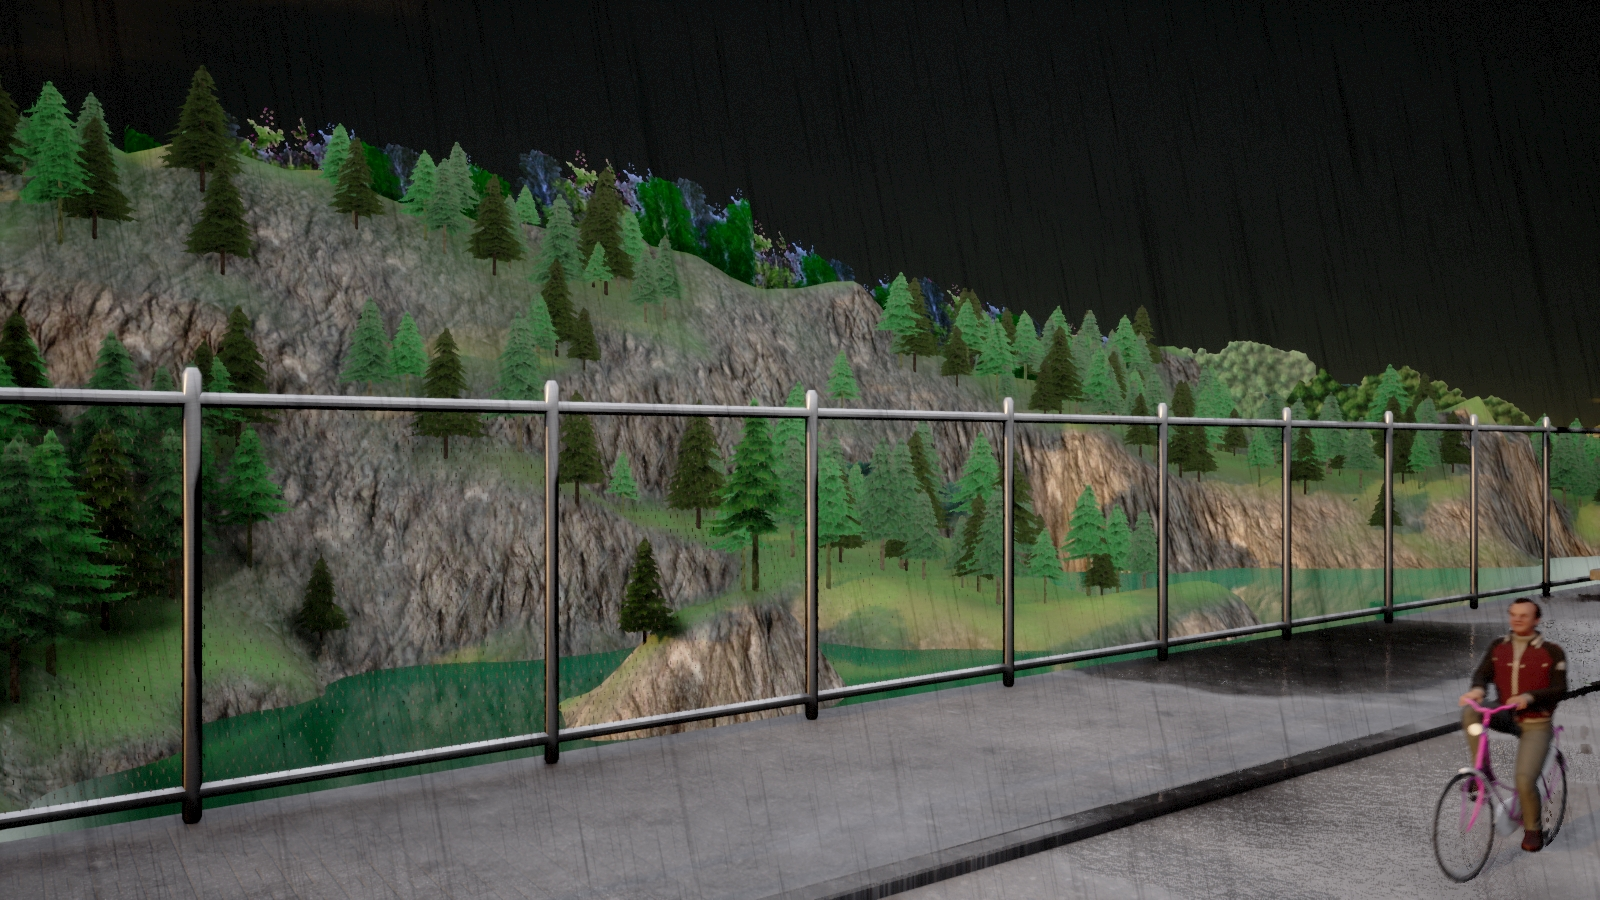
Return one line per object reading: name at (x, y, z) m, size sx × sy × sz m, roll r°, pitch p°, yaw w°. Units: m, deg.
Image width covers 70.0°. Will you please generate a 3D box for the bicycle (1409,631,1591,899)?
bicycle at (4.745, 2.056, 7.694) m, size 1.835 × 1.471 × 0.329 m, roll 0°, pitch 0°, yaw -35°
